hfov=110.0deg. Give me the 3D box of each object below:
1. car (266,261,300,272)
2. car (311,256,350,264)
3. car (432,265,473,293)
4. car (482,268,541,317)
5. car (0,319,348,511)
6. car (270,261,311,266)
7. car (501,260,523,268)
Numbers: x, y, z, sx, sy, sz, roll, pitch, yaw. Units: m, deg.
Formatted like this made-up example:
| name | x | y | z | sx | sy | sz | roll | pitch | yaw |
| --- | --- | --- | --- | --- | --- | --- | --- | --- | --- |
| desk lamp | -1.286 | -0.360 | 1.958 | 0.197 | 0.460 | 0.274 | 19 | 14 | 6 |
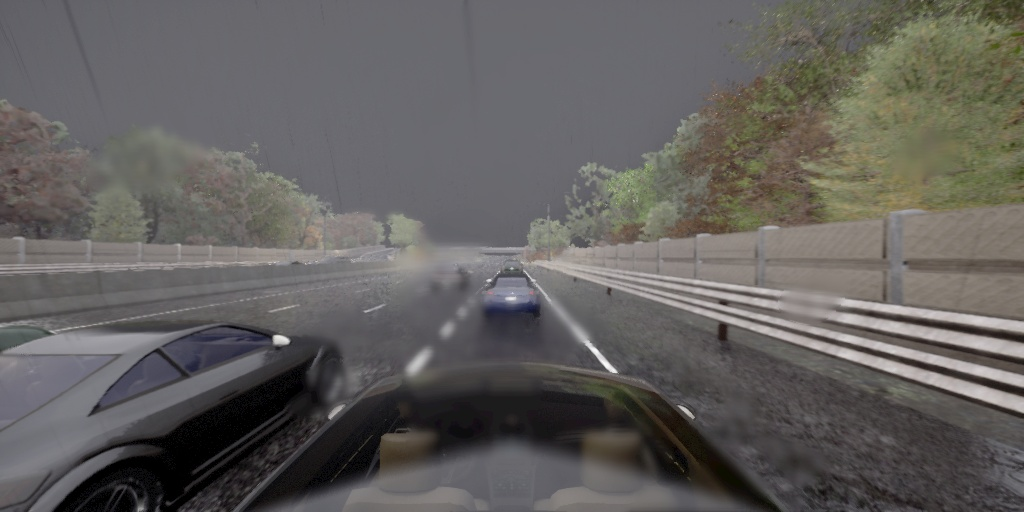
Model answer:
| name | x | y | z | sx | sy | sz | roll | pitch | yaw |
| --- | --- | --- | --- | --- | --- | --- | --- | --- | --- |
| car | -31.553 | 1.430 | 49.604 | 1.994 | 1.385 | 4.181 | 0 | 0 | 1 |
| car | -21.061 | 1.062 | 42.187 | 2.150 | 2.045 | 5.566 | 0 | 0 | 1 |
| car | -3.402 | 1.270 | 21.066 | 2.128 | 1.511 | 4.902 | 0 | 0 | 0 |
| car | -0.004 | 1.328 | 13.277 | 1.994 | 1.385 | 4.181 | 0 | 0 | 0 |
| car | -3.399 | 1.316 | 3.569 | 1.994 | 1.385 | 4.181 | 0 | 0 | 0 |
| car | -24.576 | 1.330 | 39.112 | 1.837 | 1.490 | 4.892 | 0 | 1 | 0 |
| car | -0.007 | 1.164 | 34.674 | 2.097 | 1.767 | 4.553 | 0 | 0 | 0 |
